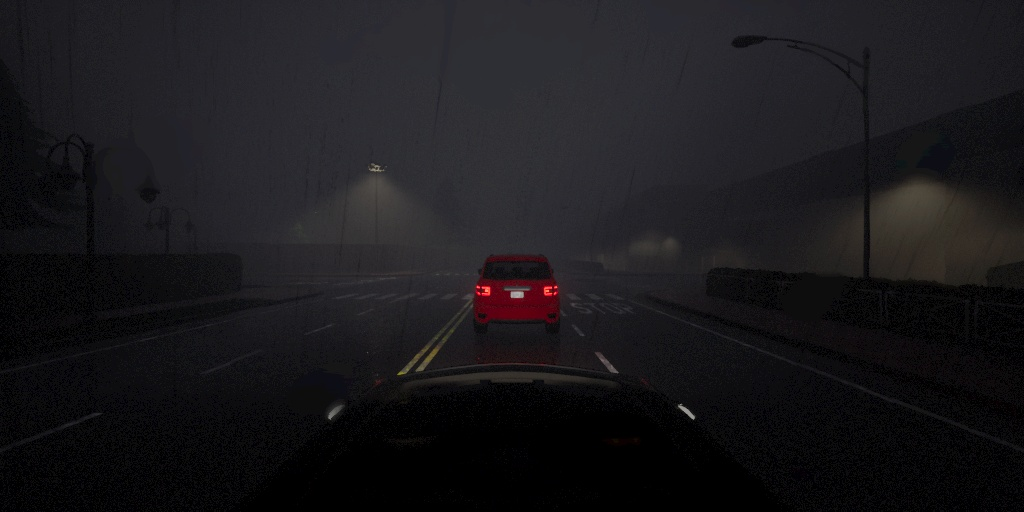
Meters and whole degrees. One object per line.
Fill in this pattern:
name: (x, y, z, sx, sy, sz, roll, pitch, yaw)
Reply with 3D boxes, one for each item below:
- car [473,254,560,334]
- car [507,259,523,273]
car: (0.123, 0.971, 10.806, 2.150, 2.045, 5.566, 0, 0, 0)
car: (0.363, 1.228, 45.644, 1.882, 1.535, 5.008, 0, 0, 1)
